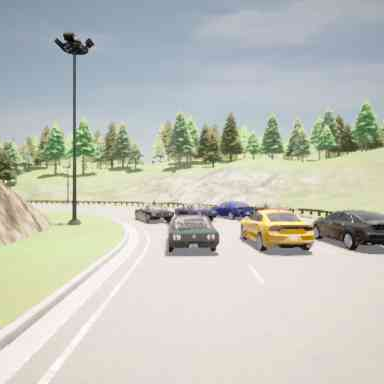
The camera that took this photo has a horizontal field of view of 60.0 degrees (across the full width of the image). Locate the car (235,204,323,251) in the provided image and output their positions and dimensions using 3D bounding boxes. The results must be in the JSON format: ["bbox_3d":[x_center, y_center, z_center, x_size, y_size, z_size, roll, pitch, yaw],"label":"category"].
[{"bbox_3d":[3.392,1.485,14.127,1.882,1.535,5.008,0,0,-4],"label":"car"}]

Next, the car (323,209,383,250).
[{"bbox_3d":[6.882,1.516,14.390,1.837,1.490,4.892,0,0,-4],"label":"car"}]

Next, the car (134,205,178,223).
[{"bbox_3d":[-3.033,1.616,25.449,1.895,1.301,4.718,0,0,-24],"label":"car"}]

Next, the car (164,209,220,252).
[{"bbox_3d":[-0.100,1.616,13.894,1.895,1.301,4.718,0,0,-4],"label":"car"}]

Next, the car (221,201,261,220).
[{"bbox_3d":[3.370,1.485,28.278,1.882,1.535,5.008,0,0,-24],"label":"car"}]

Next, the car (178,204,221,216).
[{"bbox_3d":[0.163,1.616,26.877,1.895,1.301,4.718,0,0,-24],"label":"car"}]
